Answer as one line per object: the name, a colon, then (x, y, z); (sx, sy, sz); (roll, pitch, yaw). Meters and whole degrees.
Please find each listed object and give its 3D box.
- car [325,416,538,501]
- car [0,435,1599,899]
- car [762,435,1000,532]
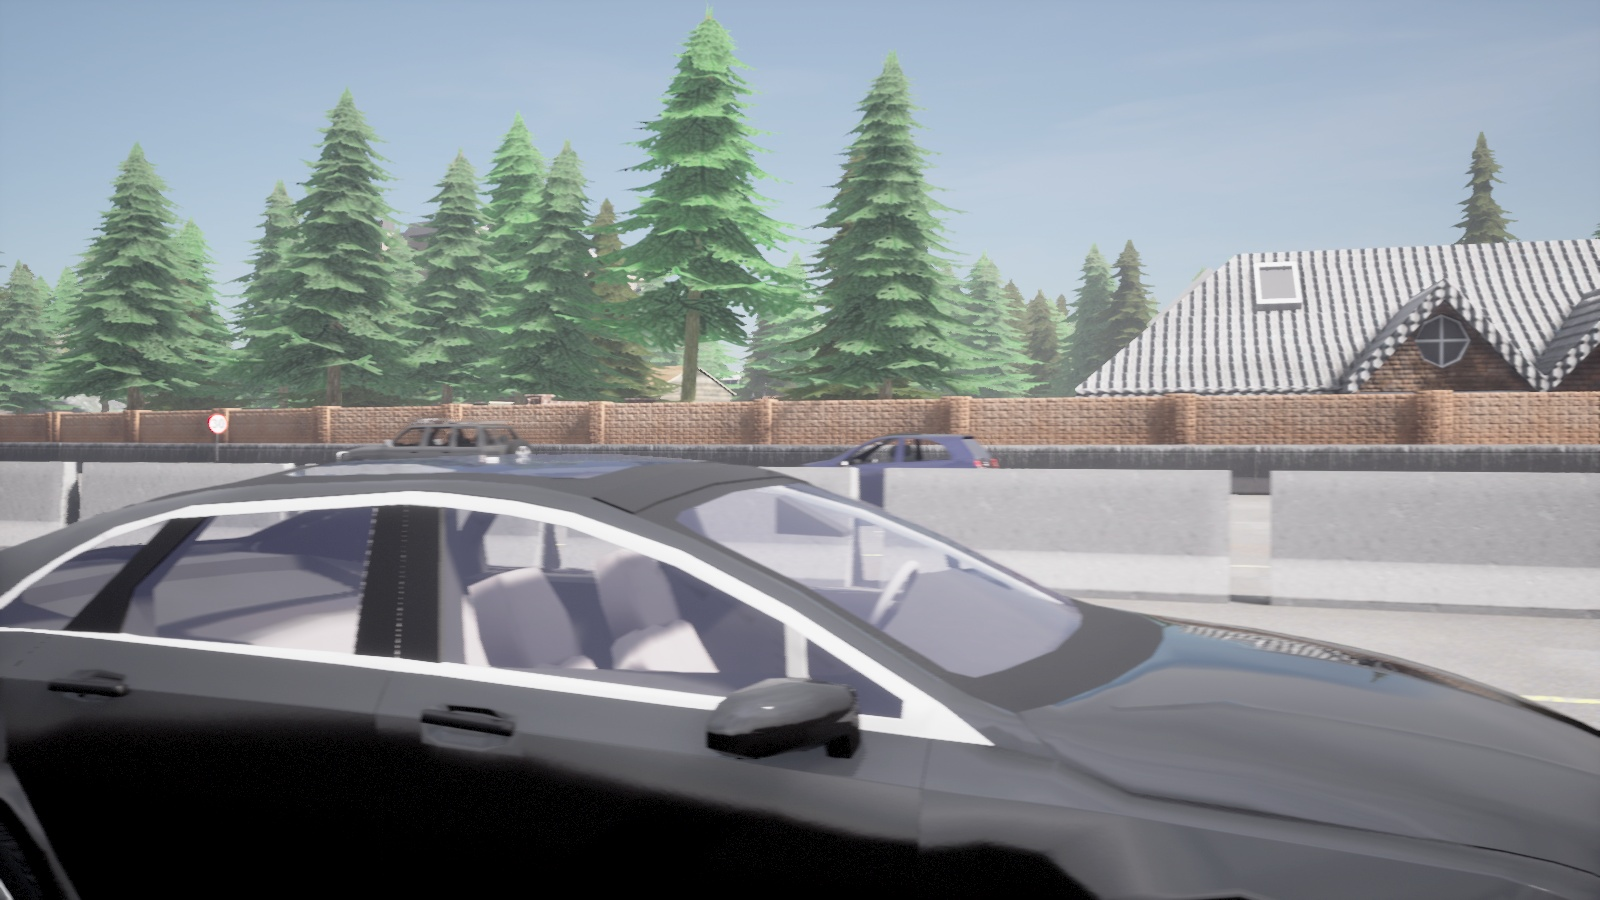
car: (-8.557, 0.152, 29.141); (4.605, 1.855, 1.932); (0, 1, 25)
car: (-0.332, 0.730, 3.280); (4.902, 1.511, 2.128); (1, 1, 19)
car: (1.396, 0.512, 21.216); (3.633, 1.501, 1.845); (1, 1, 20)
